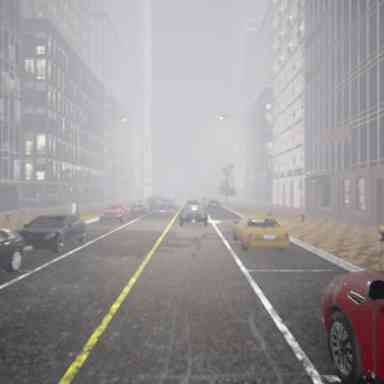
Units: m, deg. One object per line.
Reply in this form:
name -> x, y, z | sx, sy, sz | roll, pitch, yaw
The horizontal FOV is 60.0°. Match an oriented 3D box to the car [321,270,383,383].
car -> 2.694, 1.315, 2.317 | 2.192, 1.841, 5.009 | 0, 0, 0

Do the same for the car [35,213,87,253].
car -> -5.685, 1.563, 13.716 | 1.947, 1.339, 4.313 | 0, 0, 0

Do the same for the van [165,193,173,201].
van -> -5.669, 1.279, 82.022 | 1.690, 1.788, 3.998 | 0, 0, 0

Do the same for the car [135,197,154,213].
car -> -5.680, 1.534, 36.484 | 2.008, 1.369, 4.403 | 0, 0, 0

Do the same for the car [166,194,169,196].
car -> -5.675, 1.546, 59.254 | 1.802, 1.307, 4.206 | 0, 0, 0

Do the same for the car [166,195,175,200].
car -> -5.669, 1.497, 87.715 | 1.947, 1.339, 4.313 | 0, 0, 0

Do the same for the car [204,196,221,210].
car -> 2.702, 1.545, 42.162 | 1.947, 1.339, 4.313 | 0, 0, 0

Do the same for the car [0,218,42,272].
car -> -5.686, 1.549, 8.023 | 2.008, 1.369, 4.403 | 0, 0, 0

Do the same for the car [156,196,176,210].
car -> -3.032, 1.527, 42.612 | 2.033, 1.411, 5.357 | 0, 0, 1

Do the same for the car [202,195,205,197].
car -> 2.708, 1.398, 64.929 | 1.967, 1.590, 4.097 | 0, 0, 0

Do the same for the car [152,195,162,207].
car -> -5.677, 1.519, 47.869 | 1.887, 1.381, 4.507 | 0, 0, 0

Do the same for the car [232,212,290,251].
car -> 2.696, 1.522, 13.871 | 1.752, 1.417, 4.829 | 0, 0, 0

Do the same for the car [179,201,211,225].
car -> 0.104, 1.592, 23.748 | 1.895, 1.301, 4.718 | 0, 0, 0

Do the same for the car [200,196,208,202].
car -> 2.709, 1.527, 76.313 | 1.802, 1.307, 4.206 | 0, 0, 0

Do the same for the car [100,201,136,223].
car -> -5.682, 1.573, 25.098 | 1.802, 1.307, 4.206 | 0, 0, 0

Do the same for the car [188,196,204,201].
car -> 0.108, 1.544, 41.093 | 1.994, 1.385, 4.181 | 0, 0, 0

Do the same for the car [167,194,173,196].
car -> -5.671, 1.385, 76.329 | 1.967, 1.590, 4.097 | 0, 0, 0

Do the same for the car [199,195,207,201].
car -> 2.711, 1.463, 82.175 | 1.752, 1.417, 4.829 | 0, 0, 0
